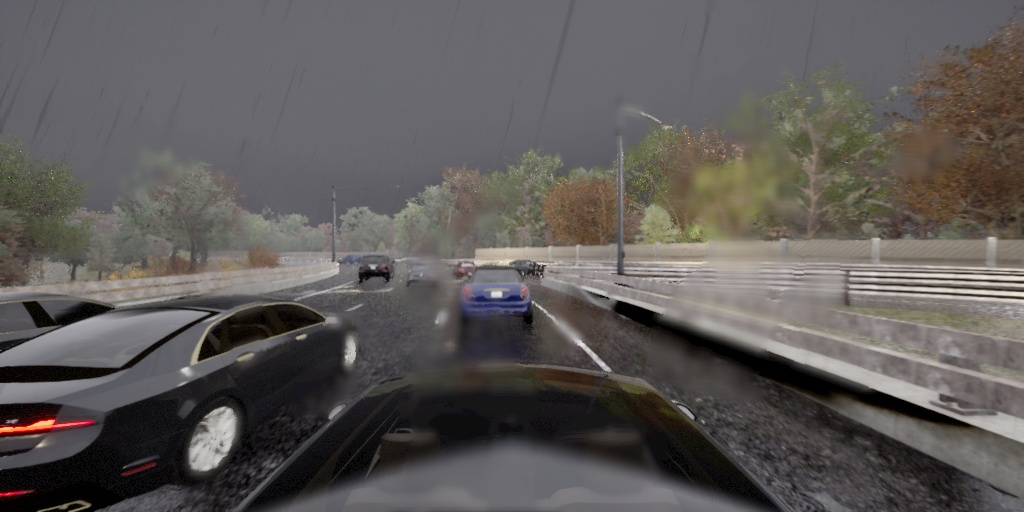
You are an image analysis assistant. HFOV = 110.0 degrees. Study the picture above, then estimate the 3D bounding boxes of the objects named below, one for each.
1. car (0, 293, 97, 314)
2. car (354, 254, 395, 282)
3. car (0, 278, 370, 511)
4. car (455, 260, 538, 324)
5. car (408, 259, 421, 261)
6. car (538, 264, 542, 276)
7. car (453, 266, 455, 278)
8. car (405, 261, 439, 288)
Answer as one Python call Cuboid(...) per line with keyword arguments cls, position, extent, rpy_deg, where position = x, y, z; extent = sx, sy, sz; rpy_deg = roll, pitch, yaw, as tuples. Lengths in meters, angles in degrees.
Cuboid(cls="car", position=(-7.121, 1.271, 5.065), extent=(1.837, 1.490, 4.892), rpy_deg=(0, 1, -2))
Cuboid(cls="car", position=(-10.431, 0.923, 27.813), extent=(2.150, 2.045, 5.566), rpy_deg=(0, 0, -14))
Cuboid(cls="car", position=(-3.605, 1.260, 4.590), extent=(1.837, 1.490, 4.892), rpy_deg=(0, 1, -1))
Cuboid(cls="car", position=(-0.601, 1.070, 12.015), extent=(2.097, 1.767, 4.553), rpy_deg=(0, 0, -5))
Cuboid(cls="car", position=(-16.150, 1.146, 59.164), extent=(2.033, 1.411, 5.357), rpy_deg=(0, 0, -30))
Cuboid(cls="car", position=(0.656, 1.120, 32.609), extent=(1.837, 1.490, 4.892), rpy_deg=(-1, 1, -38))
Cuboid(cls="car", position=(-3.822, 1.195, 29.997), extent=(1.812, 1.442, 4.674), rpy_deg=(0, 0, -14))
Cuboid(cls="car", position=(-5.816, 1.246, 23.640), extent=(2.033, 1.411, 5.357), rpy_deg=(0, 0, -12))
